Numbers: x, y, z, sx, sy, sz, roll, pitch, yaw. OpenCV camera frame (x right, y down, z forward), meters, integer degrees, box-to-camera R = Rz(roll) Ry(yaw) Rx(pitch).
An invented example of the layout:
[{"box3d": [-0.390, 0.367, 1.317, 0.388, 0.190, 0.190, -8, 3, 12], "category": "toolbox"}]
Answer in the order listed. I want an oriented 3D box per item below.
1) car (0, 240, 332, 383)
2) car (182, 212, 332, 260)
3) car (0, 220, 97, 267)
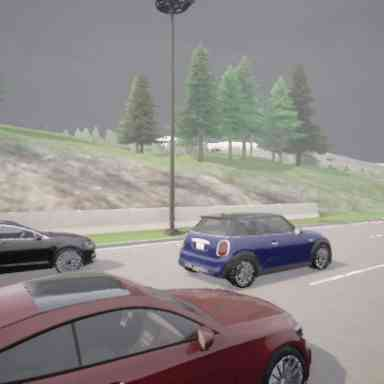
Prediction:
[{"box3d": [-0.850, 1.525, 3.139, 4.674, 1.442, 1.812, 0, 0, -35], "category": "car"}, {"box3d": [1.933, 1.346, 9.415, 4.553, 1.767, 2.097, 0, 0, -35], "category": "car"}, {"box3d": [-5.016, 1.491, 8.766, 4.902, 1.511, 2.128, 0, 0, -35], "category": "car"}]
